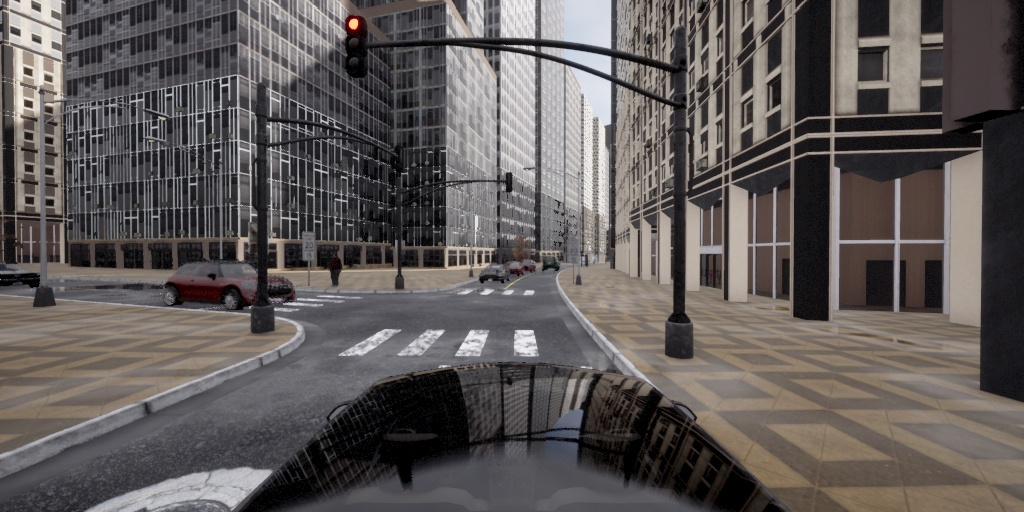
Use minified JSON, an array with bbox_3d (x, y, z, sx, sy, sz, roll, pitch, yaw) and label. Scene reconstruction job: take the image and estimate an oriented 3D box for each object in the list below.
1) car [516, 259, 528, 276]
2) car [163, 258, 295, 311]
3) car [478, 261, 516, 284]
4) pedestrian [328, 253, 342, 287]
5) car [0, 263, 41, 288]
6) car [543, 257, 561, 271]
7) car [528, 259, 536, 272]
[{"bbox_3d":[0.132,1.297,37.783,1.882,1.535,5.008,0,0,9],"label":"car"},{"bbox_3d":[-10.649,0.986,13.615,4.553,1.767,2.097,1,1,16],"label":"car"},{"bbox_3d":[-1.220,1.331,28.075,2.033,1.411,5.357,0,0,7],"label":"car"},{"bbox_3d":[-9.577,0.716,19.407,0.375,1.860,0.375,0,0,16],"label":"pedestrian"},{"bbox_3d":[-26.352,1.010,18.164,4.718,1.301,1.895,1,1,15],"label":"car"},{"bbox_3d":[5.765,1.121,51.795,2.150,2.045,5.566,0,0,13],"label":"car"},{"bbox_3d":[1.885,1.220,47.511,2.097,1.767,4.553,0,0,11],"label":"car"}]
